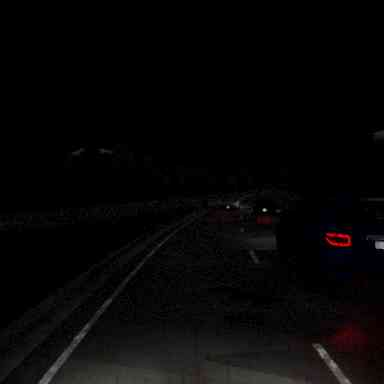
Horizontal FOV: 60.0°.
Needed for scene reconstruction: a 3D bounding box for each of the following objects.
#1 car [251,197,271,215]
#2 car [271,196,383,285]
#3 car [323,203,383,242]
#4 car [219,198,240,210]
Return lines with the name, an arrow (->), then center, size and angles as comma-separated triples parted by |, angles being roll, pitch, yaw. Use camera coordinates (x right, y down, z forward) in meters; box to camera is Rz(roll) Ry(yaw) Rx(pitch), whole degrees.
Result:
car -> 6.429, 1.207, 29.889 | 1.837, 1.490, 4.892 | 0, 1, 10
car -> 3.904, 1.121, 9.257 | 2.150, 2.045, 5.566 | 0, 1, 2
car -> 7.982, 1.347, 16.171 | 1.812, 1.442, 4.674 | 0, 1, 6
car -> 4.227, 1.251, 36.478 | 1.895, 1.301, 4.718 | 0, 1, 13
